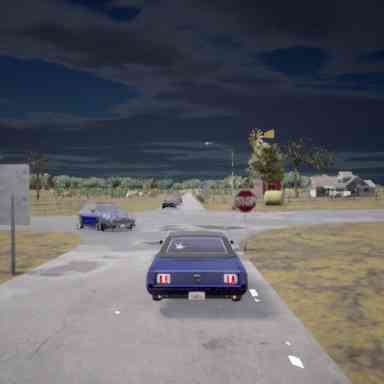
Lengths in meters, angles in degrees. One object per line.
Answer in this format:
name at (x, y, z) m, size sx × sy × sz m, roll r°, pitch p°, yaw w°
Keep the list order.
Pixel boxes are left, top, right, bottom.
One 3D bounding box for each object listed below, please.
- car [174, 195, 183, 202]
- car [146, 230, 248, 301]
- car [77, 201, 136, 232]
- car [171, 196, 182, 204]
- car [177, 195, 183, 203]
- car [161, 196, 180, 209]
car at (-3.148, 1.567, 77.875) m, size 1.837 × 1.490 × 4.892 m, roll 0°, pitch 0°, yaw 0°
car at (0.109, 1.598, 8.253) m, size 1.895 × 1.301 × 4.718 m, roll 0°, pitch 0°, yaw 0°
car at (-5.312, 1.397, 20.419) m, size 2.097 × 1.767 × 4.553 m, roll -2°, pitch -1°, yaw -40°
car at (-3.077, 1.606, 67.432) m, size 1.994 × 1.385 × 4.181 m, roll 0°, pitch 0°, yaw 0°
car at (-3.047, 1.530, 56.652) m, size 1.837 × 1.490 × 4.892 m, roll 0°, pitch 0°, yaw 0°
car at (-2.976, 1.611, 44.455) m, size 1.895 × 1.301 × 4.718 m, roll 0°, pitch 0°, yaw 0°
